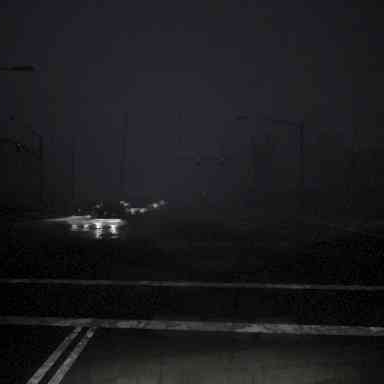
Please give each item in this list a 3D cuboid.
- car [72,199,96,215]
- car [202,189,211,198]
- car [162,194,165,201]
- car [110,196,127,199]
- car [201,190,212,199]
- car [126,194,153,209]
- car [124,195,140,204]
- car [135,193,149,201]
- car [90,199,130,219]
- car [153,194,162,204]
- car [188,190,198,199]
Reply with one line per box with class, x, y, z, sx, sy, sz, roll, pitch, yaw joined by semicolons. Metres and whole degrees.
car;-10.514;1.455;33.533;2.128;1.511;4.902;0;0;0
car;3.710;0.378;87.605;2.150;2.045;5.566;0;1;0
car;-6.835;1.121;69.310;1.895;1.301;4.718;0;1;0
car;-10.466;1.364;45.875;2.128;1.511;4.902;0;1;0
car;3.687;0.910;77.612;1.994;1.385;4.181;0;1;0
car;-6.973;1.430;44.622;2.033;1.411;5.357;0;1;0
car;-10.423;1.282;58.141;1.994;1.385;4.181;0;1;0
car;-10.335;1.066;69.304;2.033;1.411;5.357;0;1;0
car;-7.032;1.544;28.917;1.994;1.385;4.181;0;0;0
car;-6.923;1.319;58.100;1.895;1.301;4.718;0;1;1
car;0.183;0.604;76.548;2.150;2.045;5.566;0;1;0
